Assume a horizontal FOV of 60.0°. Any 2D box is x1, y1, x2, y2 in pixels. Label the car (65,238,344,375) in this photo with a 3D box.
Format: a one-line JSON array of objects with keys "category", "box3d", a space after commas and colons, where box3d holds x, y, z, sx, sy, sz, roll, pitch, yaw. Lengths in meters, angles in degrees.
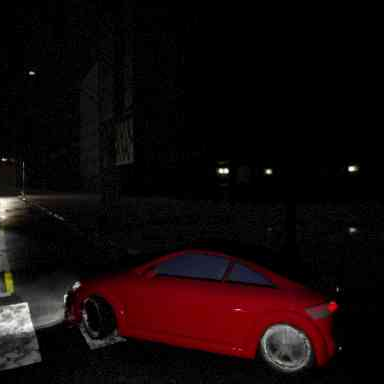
[{"category": "car", "box3d": [0.126, 1.471, 5.290, 4.181, 1.385, 1.994, 1, 2, 20]}]
